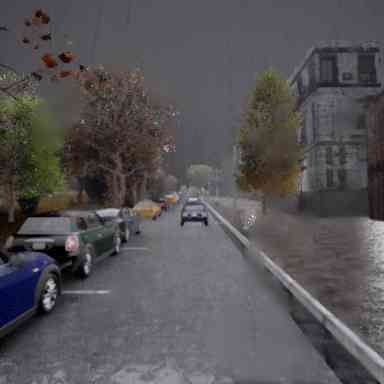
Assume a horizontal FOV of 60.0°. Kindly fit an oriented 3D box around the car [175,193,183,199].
[{"bbox_3d":[-3.617,1.087,93.840,2.002,1.452,4.674,0,0,2],"label":"car"}]

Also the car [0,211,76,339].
[{"bbox_3d":[-3.652,1.340,4.680,2.185,1.767,4.553,0,0,2],"label":"car"}]

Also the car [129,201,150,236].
[{"bbox_3d":[-3.646,1.426,15.847,2.231,1.521,4.892,0,0,2],"label":"car"}]

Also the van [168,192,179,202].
[{"bbox_3d":[-3.623,0.950,66.107,1.878,1.987,4.442,0,0,2],"label":"van"}]

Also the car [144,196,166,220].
[{"bbox_3d":[-3.634,1.374,27.181,1.946,1.575,5.366,0,0,2],"label":"car"}]

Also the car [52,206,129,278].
[{"bbox_3d":[-3.650,1.320,10.251,2.185,1.767,4.553,0,0,2],"label":"car"}]

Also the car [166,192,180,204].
[{"bbox_3d":[-3.631,1.236,54.845,2.097,1.535,5.008,0,0,2],"label":"car"}]

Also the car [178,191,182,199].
[{"bbox_3d":[-3.629,0.954,60.448,2.435,2.045,5.566,0,0,2],"label":"car"}]

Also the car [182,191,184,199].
[{"bbox_3d":[-3.623,1.121,77.126,2.097,1.535,5.008,0,0,2],"label":"car"}]

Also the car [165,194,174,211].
[{"bbox_3d":[-3.636,1.354,38.167,2.163,1.488,4.792,0,0,2],"label":"car"}]

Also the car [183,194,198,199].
[{"bbox_3d":[0.115,1.350,42.196,1.812,1.442,4.674,0,0,0],"label":"car"}]

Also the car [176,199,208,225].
[{"bbox_3d":[0.120,1.462,23.193,2.033,1.411,5.357,0,0,-1],"label":"car"}]
